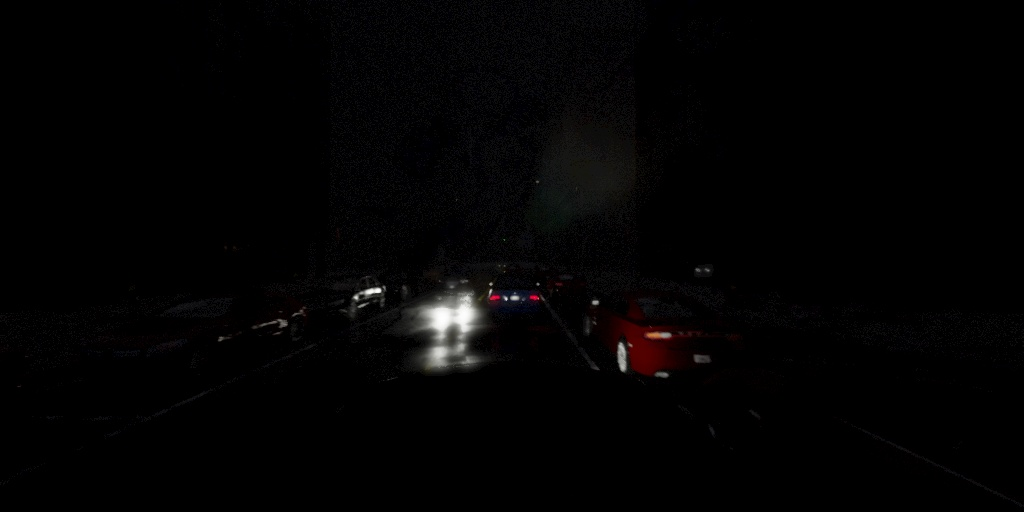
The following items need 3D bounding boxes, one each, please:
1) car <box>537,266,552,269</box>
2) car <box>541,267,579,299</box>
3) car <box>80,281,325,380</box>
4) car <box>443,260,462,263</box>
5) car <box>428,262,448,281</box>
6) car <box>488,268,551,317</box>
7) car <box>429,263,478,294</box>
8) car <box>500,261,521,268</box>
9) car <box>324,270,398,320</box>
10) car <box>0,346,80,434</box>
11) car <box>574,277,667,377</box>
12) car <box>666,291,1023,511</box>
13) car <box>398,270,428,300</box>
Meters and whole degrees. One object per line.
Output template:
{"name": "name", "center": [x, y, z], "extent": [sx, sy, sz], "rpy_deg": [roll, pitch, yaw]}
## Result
{"name": "car", "center": [2.659, 1.451, 29.098], "extent": [1.888, 1.381, 4.507], "rpy_deg": [0, 0, 0]}
{"name": "car", "center": [2.662, 1.416, 18.180], "extent": [1.802, 1.307, 4.207], "rpy_deg": [0, 0, 0]}
{"name": "car", "center": [-5.860, 1.357, 7.263], "extent": [1.802, 1.307, 4.207], "rpy_deg": [0, 0, 0]}
{"name": "car", "center": [-5.868, 1.260, 34.557], "extent": [2.192, 1.841, 5.009], "rpy_deg": [0, 0, 0]}
{"name": "car", "center": [-5.866, 1.431, 28.928], "extent": [1.751, 1.417, 4.829], "rpy_deg": [0, 0, 0]}
{"name": "car", "center": [0.090, 1.355, 13.528], "extent": [2.033, 1.411, 5.357], "rpy_deg": [0, 0, 0]}
{"name": "car", "center": [-3.105, 1.343, 20.981], "extent": [2.128, 1.511, 4.902], "rpy_deg": [0, 0, 0]}
{"name": "car", "center": [0.086, 1.451, 31.782], "extent": [1.812, 1.442, 4.674], "rpy_deg": [0, 0, 0]}
{"name": "car", "center": [-5.861, 1.353, 12.722], "extent": [2.007, 1.370, 4.403], "rpy_deg": [0, 0, 0]}
{"name": "car", "center": [-5.858, 1.295, 1.805], "extent": [1.888, 1.381, 4.507], "rpy_deg": [0, 0, 0]}
{"name": "car", "center": [2.666, 1.320, 7.261], "extent": [1.888, 1.381, 4.507], "rpy_deg": [0, 0, 0]}
{"name": "car", "center": [2.668, 1.190, 1.802], "extent": [1.967, 1.591, 4.097], "rpy_deg": [0, 0, 0]}
{"name": "car", "center": [-5.863, 1.400, 18.181], "extent": [1.948, 1.339, 4.313], "rpy_deg": [0, 0, 0]}
